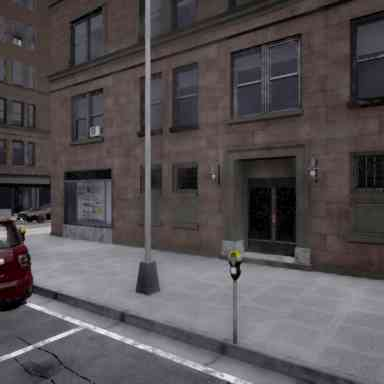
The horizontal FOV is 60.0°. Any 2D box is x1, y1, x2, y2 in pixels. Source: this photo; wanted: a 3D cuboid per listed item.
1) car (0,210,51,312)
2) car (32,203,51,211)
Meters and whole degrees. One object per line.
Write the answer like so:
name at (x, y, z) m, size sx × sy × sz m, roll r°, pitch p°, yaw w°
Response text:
car at (-5.082, 1.315, 6.423) m, size 5.009 × 1.841 × 2.192 m, roll 0°, pitch 0°, yaw 35°
car at (-10.254, 1.502, 25.184) m, size 2.033 × 1.411 × 5.357 m, roll 0°, pitch 0°, yaw 36°
